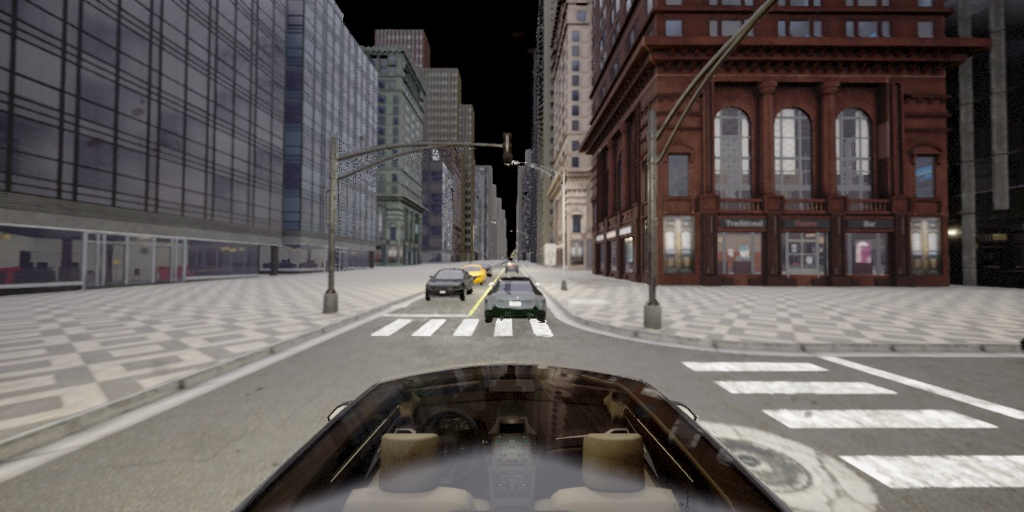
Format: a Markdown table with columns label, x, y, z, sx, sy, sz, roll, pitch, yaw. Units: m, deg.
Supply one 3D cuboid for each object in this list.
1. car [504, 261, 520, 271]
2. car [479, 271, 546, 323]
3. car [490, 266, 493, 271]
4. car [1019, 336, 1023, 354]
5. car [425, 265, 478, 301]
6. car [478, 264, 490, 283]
| label | x | y | z | sx | sy | sz | roll | pitch | yaw |
| --- | --- | --- | --- | --- | --- | --- | --- | --- | --- |
| car | -0.013 | 1.613 | 49.015 | 2.128 | 1.511 | 4.902 | 0 | 0 | 0 |
| car | 0.099 | 1.419 | 12.735 | 1.994 | 1.385 | 4.181 | 0 | 0 | 0 |
| car | -3.059 | 1.585 | 39.211 | 2.033 | 1.411 | 5.357 | 0 | 0 | 1 |
| car | 11.872 | 1.372 | 6.138 | 4.674 | 1.442 | 1.812 | 0 | -1 | -2 |
| car | -3.100 | 1.361 | 18.516 | 1.882 | 1.535 | 5.008 | 0 | 0 | 0 |
| car | -3.098 | 1.438 | 28.541 | 1.882 | 1.535 | 5.008 | 0 | 0 | 0 |
